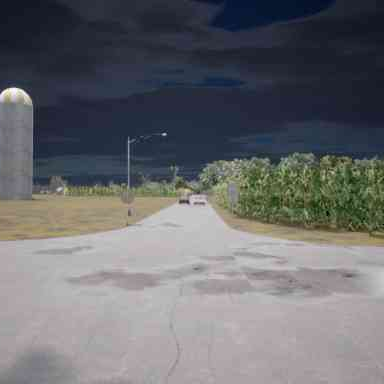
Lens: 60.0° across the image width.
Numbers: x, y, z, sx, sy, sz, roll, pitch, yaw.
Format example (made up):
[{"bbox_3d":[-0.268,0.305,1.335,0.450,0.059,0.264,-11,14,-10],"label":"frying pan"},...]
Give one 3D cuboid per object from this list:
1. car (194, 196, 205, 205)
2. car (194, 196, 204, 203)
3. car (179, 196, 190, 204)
[{"bbox_3d":[1.239,1.582,57.741,1.895,1.301,4.718,0,0,1],"label":"car"},{"bbox_3d":[1.445,1.520,67.714,2.033,1.411,5.357,0,0,1],"label":"car"},{"bbox_3d":[-1.425,1.456,61.939,1.882,1.535,5.008,0,0,1],"label":"car"}]
